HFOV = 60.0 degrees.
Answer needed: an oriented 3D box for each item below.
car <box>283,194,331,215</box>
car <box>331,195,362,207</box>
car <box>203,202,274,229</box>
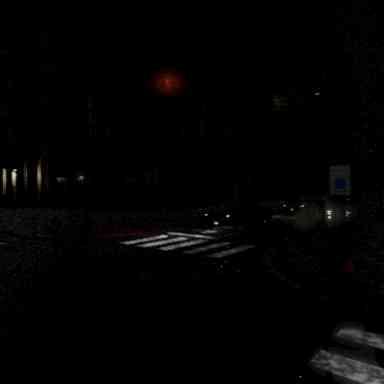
[{"bbox_3d":[8.718,0.918,25.640,1.812,1.442,4.674,-1,1,42],"label":"car"},{"bbox_3d":[15.325,0.596,33.097,1.882,1.535,5.008,-1,1,42],"label":"car"},{"bbox_3d":[2.714,1.242,18.869,1.895,1.301,4.718,-1,1,42],"label":"car"}]
